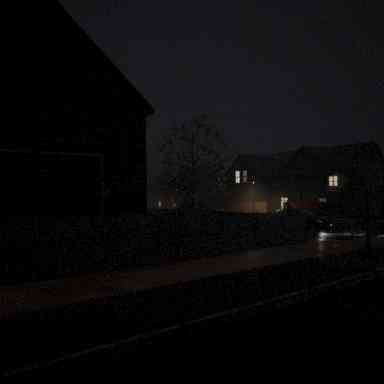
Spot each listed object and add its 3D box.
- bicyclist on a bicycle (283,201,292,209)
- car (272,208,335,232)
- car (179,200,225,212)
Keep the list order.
[{"bbox_3d":[8.838,1.667,30.682,1.656,1.620,0.582,-1,0,-36],"label":"bicyclist on a bicycle"},{"bbox_3d":[7.356,1.846,22.712,1.812,1.442,4.674,-1,-1,-36],"label":"car"},{"bbox_3d":[0.834,1.808,31.807,2.150,2.045,5.566,-1,-1,-36],"label":"car"}]
